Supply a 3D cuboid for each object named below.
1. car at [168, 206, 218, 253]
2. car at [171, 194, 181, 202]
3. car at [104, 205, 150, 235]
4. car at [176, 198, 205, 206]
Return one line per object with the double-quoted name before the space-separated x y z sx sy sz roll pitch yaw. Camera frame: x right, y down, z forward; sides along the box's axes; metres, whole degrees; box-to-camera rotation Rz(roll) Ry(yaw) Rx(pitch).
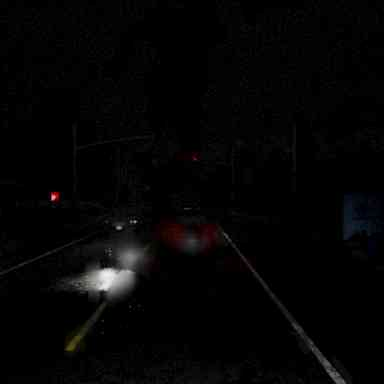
"car" 0.046 1.523 13.562 1.812 1.442 4.674 0 0 1
"car" -3.514 1.340 72.970 2.097 1.767 4.553 0 0 0
"car" -3.546 1.488 18.706 2.128 1.511 4.902 0 0 1
"car" 0.036 1.485 27.906 2.128 1.511 4.902 0 0 1
